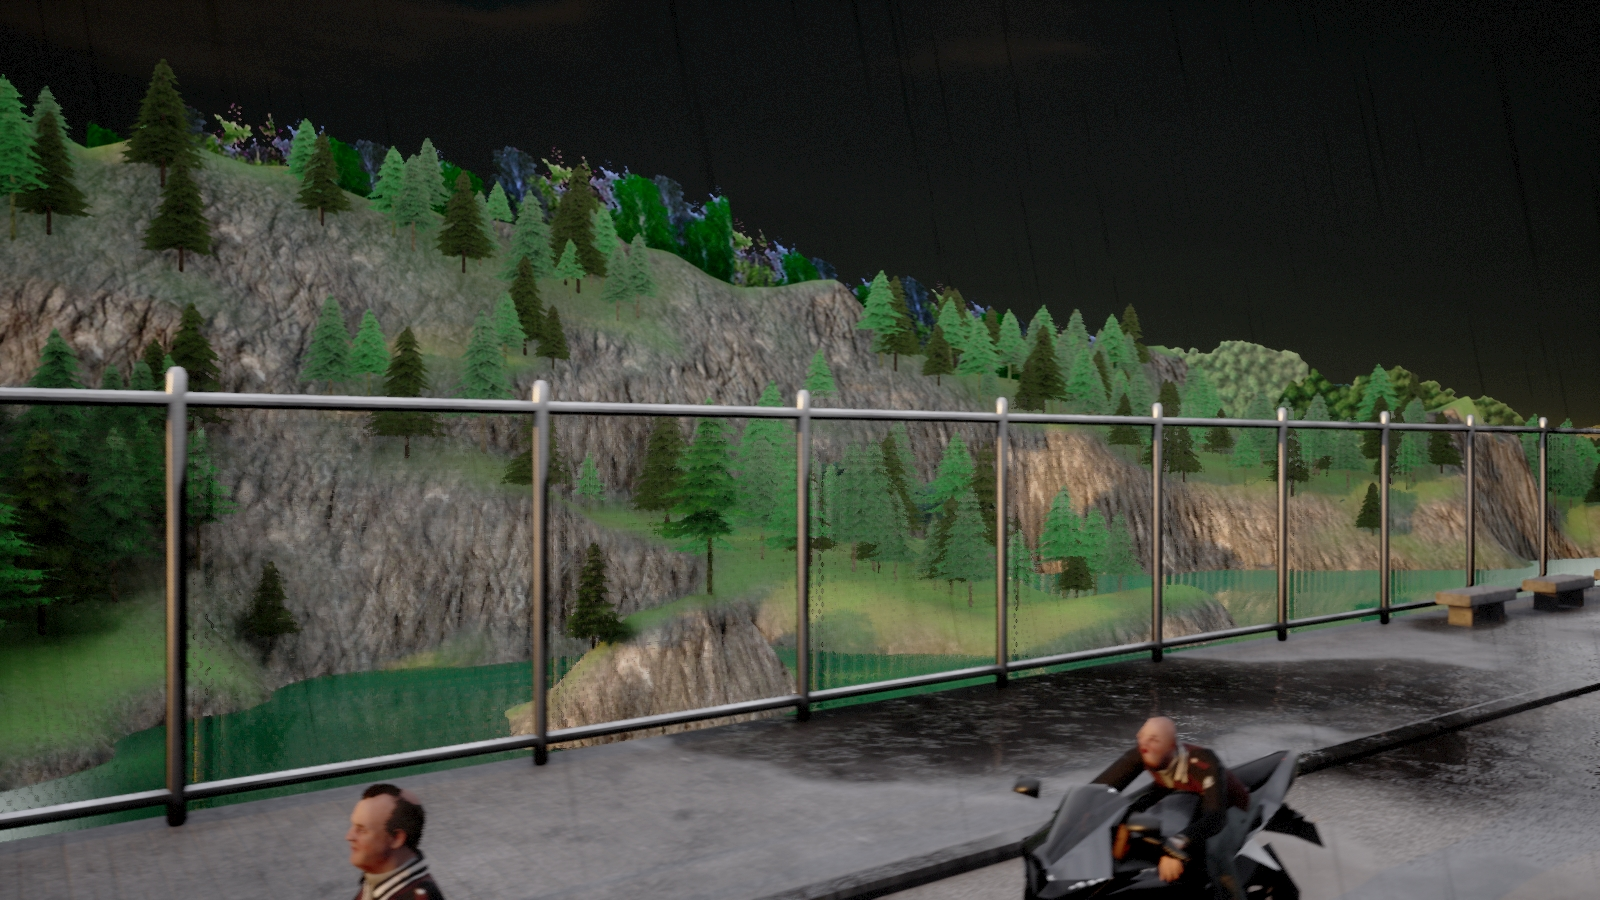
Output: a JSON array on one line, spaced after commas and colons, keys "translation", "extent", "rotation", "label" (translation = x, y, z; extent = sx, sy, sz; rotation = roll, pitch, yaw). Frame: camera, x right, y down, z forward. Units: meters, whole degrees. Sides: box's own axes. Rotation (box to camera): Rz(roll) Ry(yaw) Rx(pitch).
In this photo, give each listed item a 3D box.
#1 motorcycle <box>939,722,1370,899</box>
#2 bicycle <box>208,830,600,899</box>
[{"translation": [1.809, 2.205, 5.663], "extent": [2.209, 1.251, 0.867], "rotation": [0, 0, -35], "label": "motorcycle"}, {"translation": [-1.499, 2.060, 3.329], "extent": [1.835, 1.471, 0.329], "rotation": [0, 0, -35], "label": "bicycle"}]
